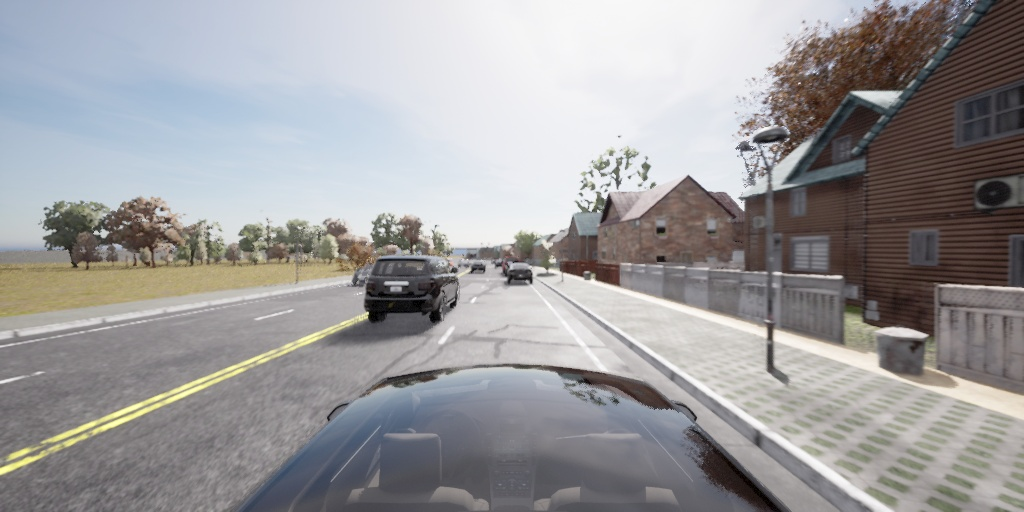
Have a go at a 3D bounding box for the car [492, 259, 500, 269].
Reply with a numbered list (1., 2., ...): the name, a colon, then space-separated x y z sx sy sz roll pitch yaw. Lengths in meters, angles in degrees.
1. car: -2.028 1.403 62.125 1.837 1.490 4.892 0 0 -4

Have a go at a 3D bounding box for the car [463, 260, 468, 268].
1. car: -8.726 1.421 64.170 2.128 1.511 4.902 0 0 -3

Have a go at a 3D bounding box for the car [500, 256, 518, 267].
1. car: -0.056 1.072 44.348 2.150 2.045 5.566 0 0 -3

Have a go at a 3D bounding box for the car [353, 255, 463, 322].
1. car: -3.225 0.999 12.552 2.150 2.045 5.566 0 0 -1

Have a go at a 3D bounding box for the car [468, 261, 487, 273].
1. car: -4.295 1.366 46.459 1.837 1.490 4.892 0 0 -3

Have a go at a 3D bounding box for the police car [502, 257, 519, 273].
1. police car: 0.208 1.257 38.395 1.930 1.638 5.238 0 0 -2

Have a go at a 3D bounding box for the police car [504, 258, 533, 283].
1. police car: 0.566 1.233 28.335 1.930 1.638 5.238 0 0 -2
